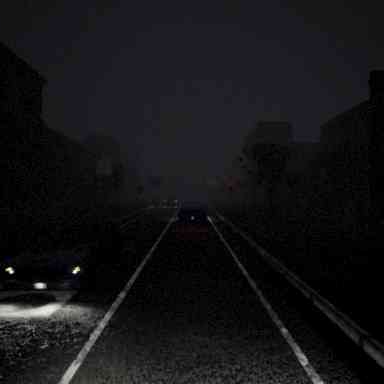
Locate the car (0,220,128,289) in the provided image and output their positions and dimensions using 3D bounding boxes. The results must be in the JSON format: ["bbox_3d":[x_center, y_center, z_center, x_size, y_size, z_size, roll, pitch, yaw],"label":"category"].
[{"bbox_3d":[-3.123,1.545,9.495,2.033,1.411,5.357,0,0,0],"label":"car"}]

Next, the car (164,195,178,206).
[{"bbox_3d":[-3.199,1.293,51.383,2.097,1.767,4.553,0,0,0],"label":"car"}]

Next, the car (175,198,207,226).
[{"bbox_3d":[0.041,1.450,23.279,1.882,1.535,5.008,0,1,0],"label":"car"}]

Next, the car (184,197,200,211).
[{"bbox_3d":[-0.011,1.451,41.374,1.812,1.442,4.674,0,0,0],"label":"car"}]
